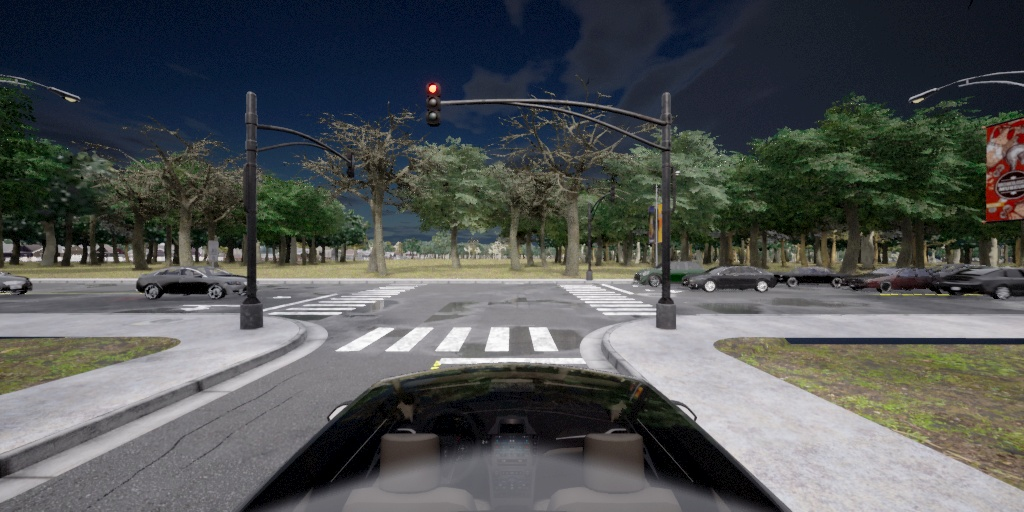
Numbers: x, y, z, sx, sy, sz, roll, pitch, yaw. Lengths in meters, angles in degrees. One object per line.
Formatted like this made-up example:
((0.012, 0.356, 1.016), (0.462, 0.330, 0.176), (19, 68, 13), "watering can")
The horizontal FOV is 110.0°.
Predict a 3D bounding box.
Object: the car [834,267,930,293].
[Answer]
((22.190, 1.326, 20.554), (5.357, 1.411, 2.033), (0, 0, 0), "car")

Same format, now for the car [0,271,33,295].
((-26.078, 1.217, 17.089), (4.902, 1.511, 2.128), (0, 0, 0), "car")

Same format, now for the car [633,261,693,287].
((10.482, 1.109, 23.801), (4.553, 1.767, 2.097), (0, 0, 0), "car")

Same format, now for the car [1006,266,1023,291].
((32.406, 1.343, 20.548), (5.357, 1.411, 2.033), (0, 0, 0), "car")

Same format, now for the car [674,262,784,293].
((12.329, 1.269, 20.553), (4.892, 1.490, 1.837), (0, 0, 0), "car")

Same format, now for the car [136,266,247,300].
((-14.891, 1.226, 17.096), (4.902, 1.511, 2.128), (0, 0, 0), "car")

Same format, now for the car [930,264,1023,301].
((23.587, 1.292, 17.108), (4.892, 1.490, 1.837), (0, 0, 0), "car")

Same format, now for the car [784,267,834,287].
((19.466, 1.371, 23.806), (4.718, 1.301, 1.895), (0, 0, 0), "car")
